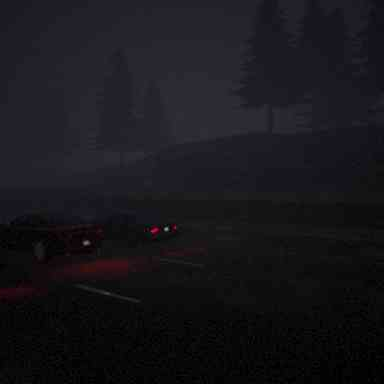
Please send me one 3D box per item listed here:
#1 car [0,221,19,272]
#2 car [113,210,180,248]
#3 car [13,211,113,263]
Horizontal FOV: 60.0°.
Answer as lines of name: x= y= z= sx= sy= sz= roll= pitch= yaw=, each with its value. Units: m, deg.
car: x=-7.066 y=1.509 z=8.862 sx=5.357 sy=1.411 sz=2.033 roll=0 pitch=0 yaw=35
car: x=-3.055 y=1.507 z=14.599 sx=5.357 sy=1.411 sz=2.033 roll=0 pitch=0 yaw=35
car: x=-5.349 y=1.437 z=11.935 sx=5.008 sy=1.535 sz=1.882 roll=0 pitch=0 yaw=35
